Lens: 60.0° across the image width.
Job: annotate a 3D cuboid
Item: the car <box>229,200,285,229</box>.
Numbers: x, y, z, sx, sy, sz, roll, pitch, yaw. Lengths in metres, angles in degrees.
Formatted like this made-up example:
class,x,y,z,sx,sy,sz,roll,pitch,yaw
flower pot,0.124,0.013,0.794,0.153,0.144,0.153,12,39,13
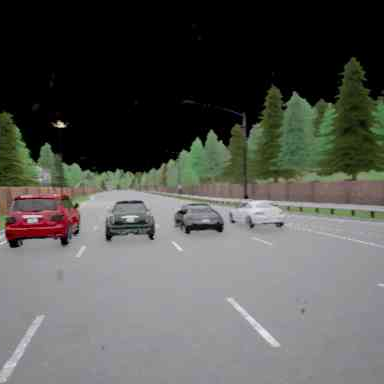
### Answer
class,x,y,z,sx,sy,sz,roll,pitch,yaw
car,3.534,1.180,18.737,1.812,1.442,4.674,-1,1,-12

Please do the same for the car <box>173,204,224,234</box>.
class,x,y,z,sx,sy,sz,roll,pitch,yaw
car,0.219,1.298,17.541,1.994,1.385,4.181,-1,1,-12

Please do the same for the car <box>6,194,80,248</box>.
class,x,y,z,sx,sy,sz,roll,pitch,yaw
car,-6.320,1.119,14.660,2.150,2.045,5.566,-1,1,-12

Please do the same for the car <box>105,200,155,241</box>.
class,x,y,z,sx,sy,sz,roll,pitch,yaw
car,-3.036,1.170,16.016,2.097,1.767,4.553,-1,1,-12
